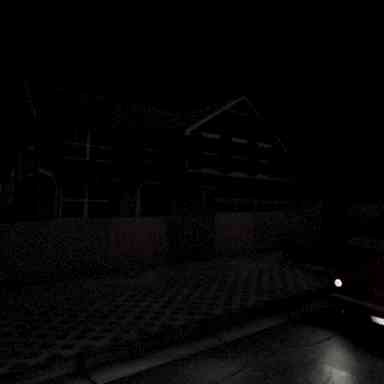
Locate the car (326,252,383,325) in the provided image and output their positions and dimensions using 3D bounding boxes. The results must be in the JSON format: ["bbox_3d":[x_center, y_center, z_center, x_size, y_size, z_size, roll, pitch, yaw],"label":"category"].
[{"bbox_3d":[4.608,1.609,6.212,4.718,1.301,1.895,0,0,-35],"label":"car"}]
